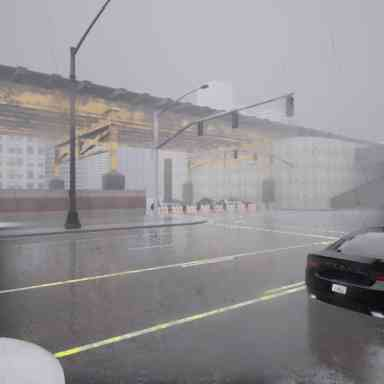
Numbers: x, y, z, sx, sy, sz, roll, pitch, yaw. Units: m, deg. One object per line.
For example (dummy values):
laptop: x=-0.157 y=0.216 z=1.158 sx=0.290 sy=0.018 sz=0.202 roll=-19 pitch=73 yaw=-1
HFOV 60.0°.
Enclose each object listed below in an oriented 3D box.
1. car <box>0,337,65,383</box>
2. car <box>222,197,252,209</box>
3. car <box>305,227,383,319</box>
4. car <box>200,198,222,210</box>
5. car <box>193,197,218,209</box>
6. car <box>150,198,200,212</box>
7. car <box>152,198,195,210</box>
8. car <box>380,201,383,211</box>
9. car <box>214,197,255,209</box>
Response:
car: x=-3.038 y=1.526 z=1.571 sx=4.674 sy=1.442 sz=1.812 roll=0 pitch=0 yaw=-36
car: x=5.538 y=1.295 z=43.743 sx=4.536 sy=1.218 sz=1.853 roll=0 pitch=0 yaw=-7
car: x=4.486 y=1.478 z=7.043 sx=5.008 sy=1.535 sz=1.882 roll=0 pitch=0 yaw=-36
car: x=1.712 y=1.453 z=39.957 sx=2.038 sy=1.542 sz=4.974 roll=0 pitch=0 yaw=18
car: x=1.727 y=1.295 z=40.006 sx=1.853 sy=1.218 sz=4.536 roll=0 pitch=0 yaw=18
car: x=-2.010 y=1.453 z=37.240 sx=4.974 sy=1.542 sz=2.038 roll=0 pitch=0 yaw=8
car: x=-2.061 y=1.295 z=37.246 sx=4.536 sy=1.218 sz=1.853 roll=0 pitch=0 yaw=8
car: x=24.243 y=1.491 z=39.771 sx=4.902 sy=1.511 sz=2.128 roll=0 pitch=0 yaw=-37
car: x=5.590 y=1.453 z=43.750 sx=4.974 sy=1.542 sz=2.038 roll=0 pitch=0 yaw=-7
